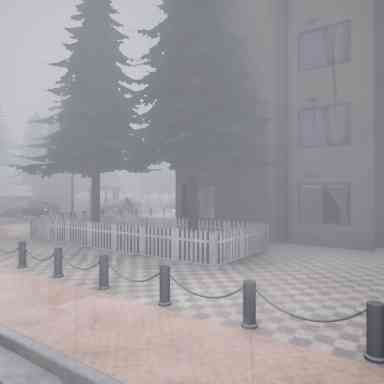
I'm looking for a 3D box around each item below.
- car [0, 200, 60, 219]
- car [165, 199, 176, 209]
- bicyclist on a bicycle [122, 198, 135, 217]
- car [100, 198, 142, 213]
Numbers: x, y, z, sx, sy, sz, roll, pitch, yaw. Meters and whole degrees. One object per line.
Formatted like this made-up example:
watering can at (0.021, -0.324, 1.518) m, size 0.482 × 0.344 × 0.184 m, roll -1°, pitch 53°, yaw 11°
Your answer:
car at (-13.951, 1.476, 28.893) m, size 2.128 × 1.511 × 4.902 m, roll 0°, pitch 0°, yaw 37°
car at (-1.612, 1.510, 45.076) m, size 1.812 × 1.442 × 4.674 m, roll 0°, pitch 0°, yaw 37°
bicyclist on a bicycle at (-5.345, 1.285, 27.851) m, size 1.656 × 1.620 × 0.582 m, roll 0°, pitch 0°, yaw 37°
car at (-7.825, 1.462, 36.946) m, size 1.882 × 1.535 × 5.008 m, roll 0°, pitch 0°, yaw 37°
